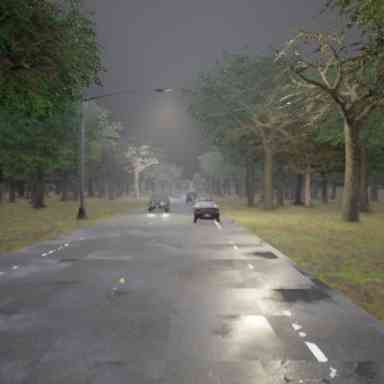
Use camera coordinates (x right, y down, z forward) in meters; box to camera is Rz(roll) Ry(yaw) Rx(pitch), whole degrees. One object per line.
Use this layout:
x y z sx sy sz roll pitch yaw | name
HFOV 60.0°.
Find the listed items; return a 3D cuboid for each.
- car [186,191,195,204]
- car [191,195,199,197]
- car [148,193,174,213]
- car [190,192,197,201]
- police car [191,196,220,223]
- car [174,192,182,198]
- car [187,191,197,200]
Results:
0.005 1.051 60.934 2.150 2.045 5.566 0 0 0 | car
1.052 1.395 35.474 1.801 1.575 5.366 0 0 0 | car
-3.590 1.158 37.092 2.150 2.045 5.566 0 0 0 | car
1.053 1.271 41.256 2.097 1.767 4.553 0 0 0 | car
1.052 1.390 25.393 1.930 1.638 5.238 0 0 0 | police car
-3.494 0.779 77.753 2.097 1.767 4.553 0 0 0 | car
0.006 0.809 80.286 2.150 2.045 5.566 0 0 0 | car
